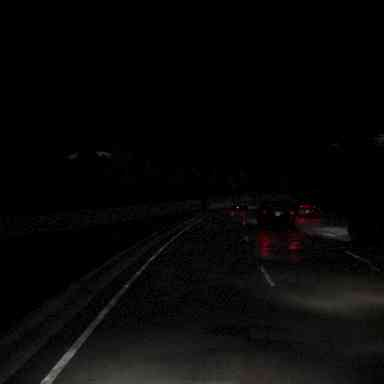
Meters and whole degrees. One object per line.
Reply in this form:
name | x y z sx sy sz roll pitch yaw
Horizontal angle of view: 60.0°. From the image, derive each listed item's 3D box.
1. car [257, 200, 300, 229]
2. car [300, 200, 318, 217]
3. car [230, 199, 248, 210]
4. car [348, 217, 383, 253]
car | 5.360 1.349 21.634 2.097 1.767 4.553 0 0 8
car | 10.548 1.486 31.212 2.128 1.511 4.902 0 0 12
car | 6.129 1.594 42.558 1.895 1.301 4.718 0 0 15
car | 7.773 1.599 12.872 1.895 1.301 4.718 0 0 5
